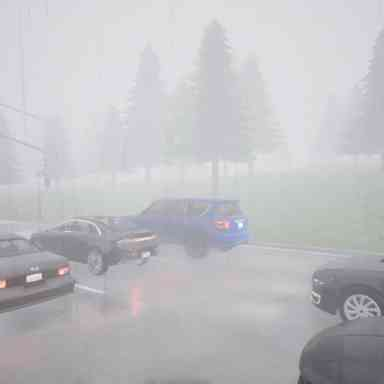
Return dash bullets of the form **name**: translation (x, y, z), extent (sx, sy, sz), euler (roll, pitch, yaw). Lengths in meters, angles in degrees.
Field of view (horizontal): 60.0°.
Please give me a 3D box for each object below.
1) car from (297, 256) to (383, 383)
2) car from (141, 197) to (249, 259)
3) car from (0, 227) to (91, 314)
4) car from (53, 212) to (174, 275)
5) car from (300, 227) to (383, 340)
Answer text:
- **car**: translation (3.122, 1.478, 1.764), extent (5.008, 1.535, 1.882), euler (0, 0, 35)
- **car**: translation (-0.540, 1.221, 12.837), extent (5.566, 2.045, 2.150), euler (0, 0, 35)
- **car**: translation (-4.807, 1.547, 7.285), extent (5.357, 1.411, 2.033), euler (0, 0, 36)
- **car**: translation (-3.211, 1.492, 10.451), extent (4.902, 1.511, 2.128), euler (0, 0, 36)
- **car**: translation (4.409, 1.505, 5.146), extent (4.892, 1.490, 1.837), euler (0, 0, 35)
